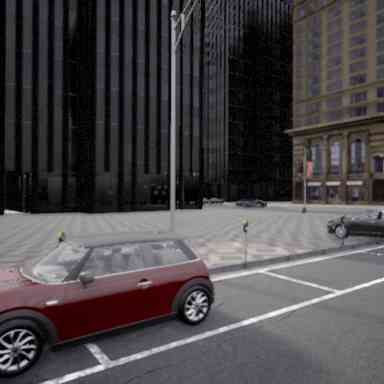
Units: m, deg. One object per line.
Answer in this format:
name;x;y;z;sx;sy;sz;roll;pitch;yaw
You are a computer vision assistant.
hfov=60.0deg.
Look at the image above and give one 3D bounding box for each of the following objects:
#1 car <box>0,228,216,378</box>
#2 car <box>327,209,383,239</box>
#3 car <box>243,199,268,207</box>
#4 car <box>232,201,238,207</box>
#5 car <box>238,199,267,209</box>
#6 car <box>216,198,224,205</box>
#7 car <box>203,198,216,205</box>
car;-1.651;1.446;5.467;4.097;1.590;1.967;0;0;-35
car;8.254;1.427;14.664;2.008;1.369;4.403;0;0;-45
car;12.275;2.138;64.458;1.837;1.490;4.892;0;0;-35
car;9.657;2.104;62.527;2.128;1.511;4.902;0;-1;-35
car;10.359;2.093;55.724;1.994;1.385;4.181;0;-1;-35
car;5.146;2.086;74.461;1.837;1.490;4.892;0;-1;-35
car;2.494;2.092;72.582;1.812;1.442;4.674;0;-1;-35
